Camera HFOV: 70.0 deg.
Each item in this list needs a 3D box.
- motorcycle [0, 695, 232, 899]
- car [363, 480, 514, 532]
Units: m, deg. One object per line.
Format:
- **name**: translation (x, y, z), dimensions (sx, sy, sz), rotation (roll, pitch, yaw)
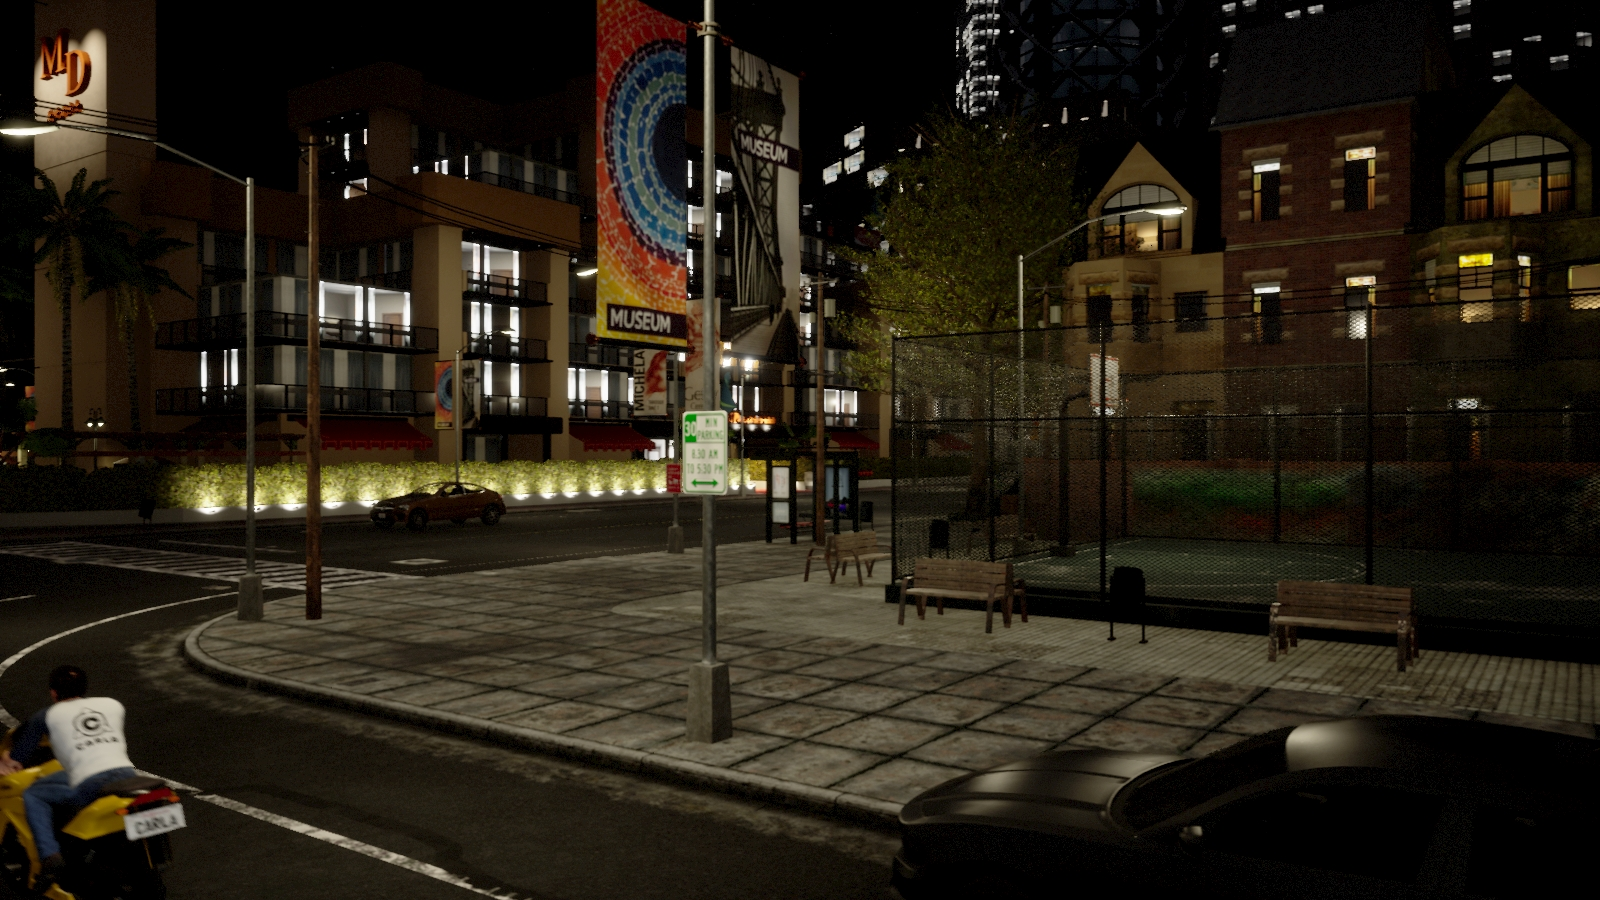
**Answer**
- **motorcycle**: translation (-4.301, 2.216, 6.763), dimensions (2.033, 1.145, 0.803), rotation (0, 0, 35)
- **car**: translation (-13.212, 2.008, 42.056), dimensions (2.152, 1.651, 5.027), rotation (0, 0, 34)
